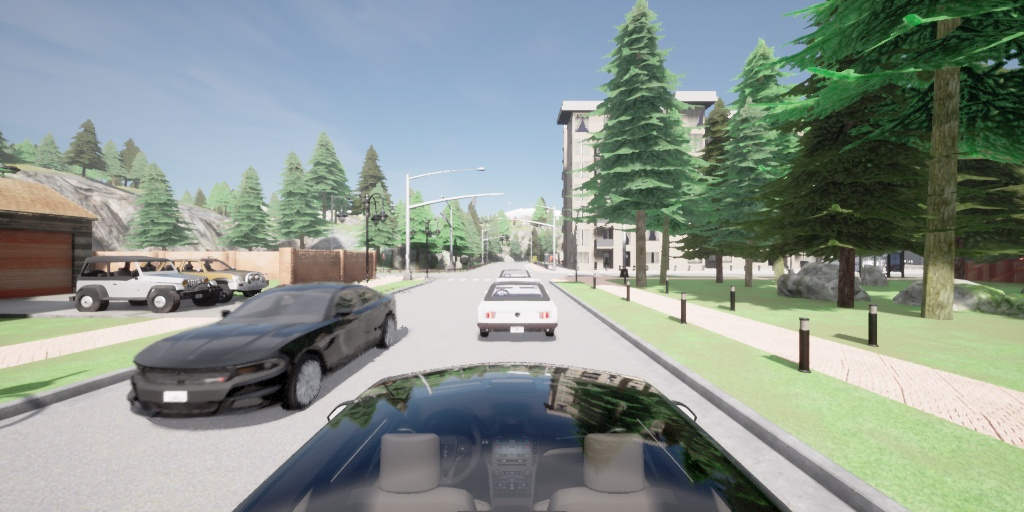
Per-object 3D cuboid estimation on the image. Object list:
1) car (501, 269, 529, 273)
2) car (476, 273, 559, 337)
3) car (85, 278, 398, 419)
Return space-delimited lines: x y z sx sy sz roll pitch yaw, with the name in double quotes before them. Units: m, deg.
"car" 0.162 1.351 19.404 1.895 1.301 4.718 0 0 0
"car" 0.132 1.351 10.236 1.895 1.301 4.718 0 0 0
"car" -3.581 1.227 6.327 1.882 1.535 5.008 0 0 0
